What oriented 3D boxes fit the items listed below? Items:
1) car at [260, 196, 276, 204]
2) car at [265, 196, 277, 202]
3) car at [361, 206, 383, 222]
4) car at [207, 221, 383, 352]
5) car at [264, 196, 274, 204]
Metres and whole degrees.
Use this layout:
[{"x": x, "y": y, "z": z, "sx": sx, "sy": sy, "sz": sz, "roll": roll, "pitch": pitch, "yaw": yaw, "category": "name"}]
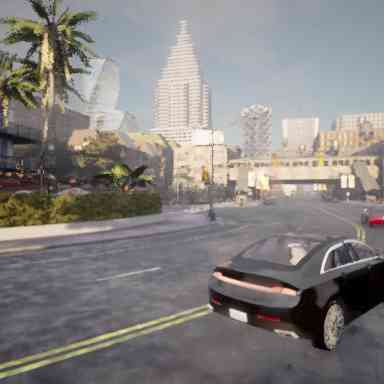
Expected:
[{"x": 16.462, "y": 1.842, "z": 71.587, "sx": 2.097, "sy": 1.535, "sz": 5.008, "roll": 0, "pitch": 0, "yaw": 15, "category": "car"}, {"x": 20.907, "y": 1.925, "z": 88.203, "sx": 2.231, "sy": 1.521, "sz": 4.892, "roll": 0, "pitch": 0, "yaw": 25, "category": "car"}, {"x": 13.167, "y": 1.658, "z": 23.314, "sx": 1.994, "sy": 1.385, "sz": 4.181, "roll": 0, "pitch": 0, "yaw": 20, "category": "car"}, {"x": 2.414, "y": 1.523, "z": 6.336, "sx": 4.902, "sy": 1.511, "sz": 2.128, "roll": 0, "pitch": 0, "yaw": -43, "category": "car"}, {"x": 18.025, "y": 1.747, "z": 77.821, "sx": 2.185, "sy": 1.767, "sz": 4.553, "roll": 0, "pitch": 0, "yaw": 15, "category": "car"}]
